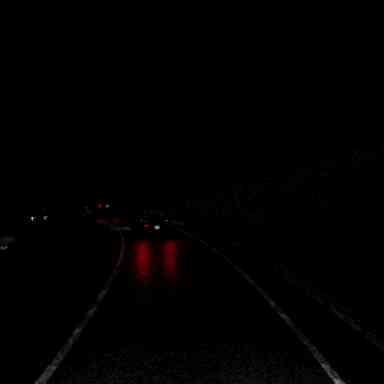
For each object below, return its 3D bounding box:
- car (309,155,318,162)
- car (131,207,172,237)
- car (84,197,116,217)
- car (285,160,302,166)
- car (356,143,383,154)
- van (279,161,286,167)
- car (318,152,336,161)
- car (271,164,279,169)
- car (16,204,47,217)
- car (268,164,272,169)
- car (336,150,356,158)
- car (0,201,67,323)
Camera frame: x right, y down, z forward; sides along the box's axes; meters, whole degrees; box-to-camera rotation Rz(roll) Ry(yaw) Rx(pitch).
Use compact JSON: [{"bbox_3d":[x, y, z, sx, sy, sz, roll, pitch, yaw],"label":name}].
[{"bbox_3d":[21.107,-5.290,55.068,2.185,1.767,4.553,0,1,-1],"label":"car"},{"bbox_3d":[-2.303,1.562,18.468,1.812,1.442,4.674,0,0,-15],"label":"car"},{"bbox_3d":[-9.896,1.588,35.595,2.150,2.045,5.566,-1,-1,-32],"label":"car"},{"bbox_3d":[20.861,-5.421,66.082,2.231,1.521,4.892,0,1,-1],"label":"car"},{"bbox_3d":[21.477,-4.874,38.387,2.185,1.767,4.553,0,1,-1],"label":"car"},{"bbox_3d":[20.742,-5.767,71.472,1.878,1.987,4.442,0,1,-1],"label":"van"},{"bbox_3d":[21.229,-5.155,49.550,2.185,1.767,4.553,0,1,-1],"label":"car"},{"bbox_3d":[20.617,-5.620,77.117,2.002,1.452,4.674,0,1,-1],"label":"car"},{"bbox_3d":[-21.040,2.386,43.506,5.008,1.535,1.882,-4,-1,44],"label":"car"},{"bbox_3d":[20.495,-6.021,82.597,2.435,2.045,5.566,0,1,-1],"label":"car"},{"bbox_3d":[21.355,-4.847,43.881,2.002,1.452,4.674,0,1,-1],"label":"car"},{"bbox_3d":[-3.862,1.212,5.620,2.150,2.045,5.566,0,0,-4],"label":"car"}]
